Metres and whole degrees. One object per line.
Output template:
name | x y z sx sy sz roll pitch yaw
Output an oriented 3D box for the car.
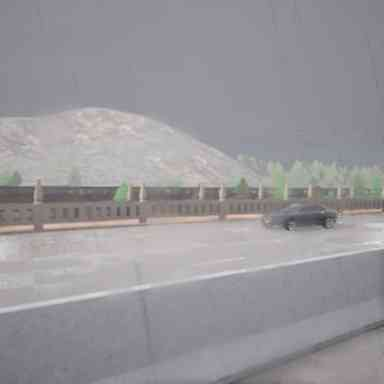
car | 6.295 1.403 19.394 4.892 1.490 1.837 0 0 -27
